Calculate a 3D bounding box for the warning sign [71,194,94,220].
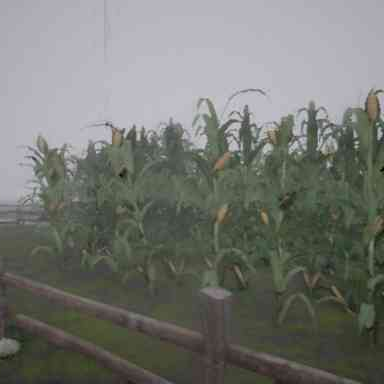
[{"bbox_3d":[-8.192,1.063,24.896,1.300,1.860,1.060,1,1,35],"label":"warning sign"}]
